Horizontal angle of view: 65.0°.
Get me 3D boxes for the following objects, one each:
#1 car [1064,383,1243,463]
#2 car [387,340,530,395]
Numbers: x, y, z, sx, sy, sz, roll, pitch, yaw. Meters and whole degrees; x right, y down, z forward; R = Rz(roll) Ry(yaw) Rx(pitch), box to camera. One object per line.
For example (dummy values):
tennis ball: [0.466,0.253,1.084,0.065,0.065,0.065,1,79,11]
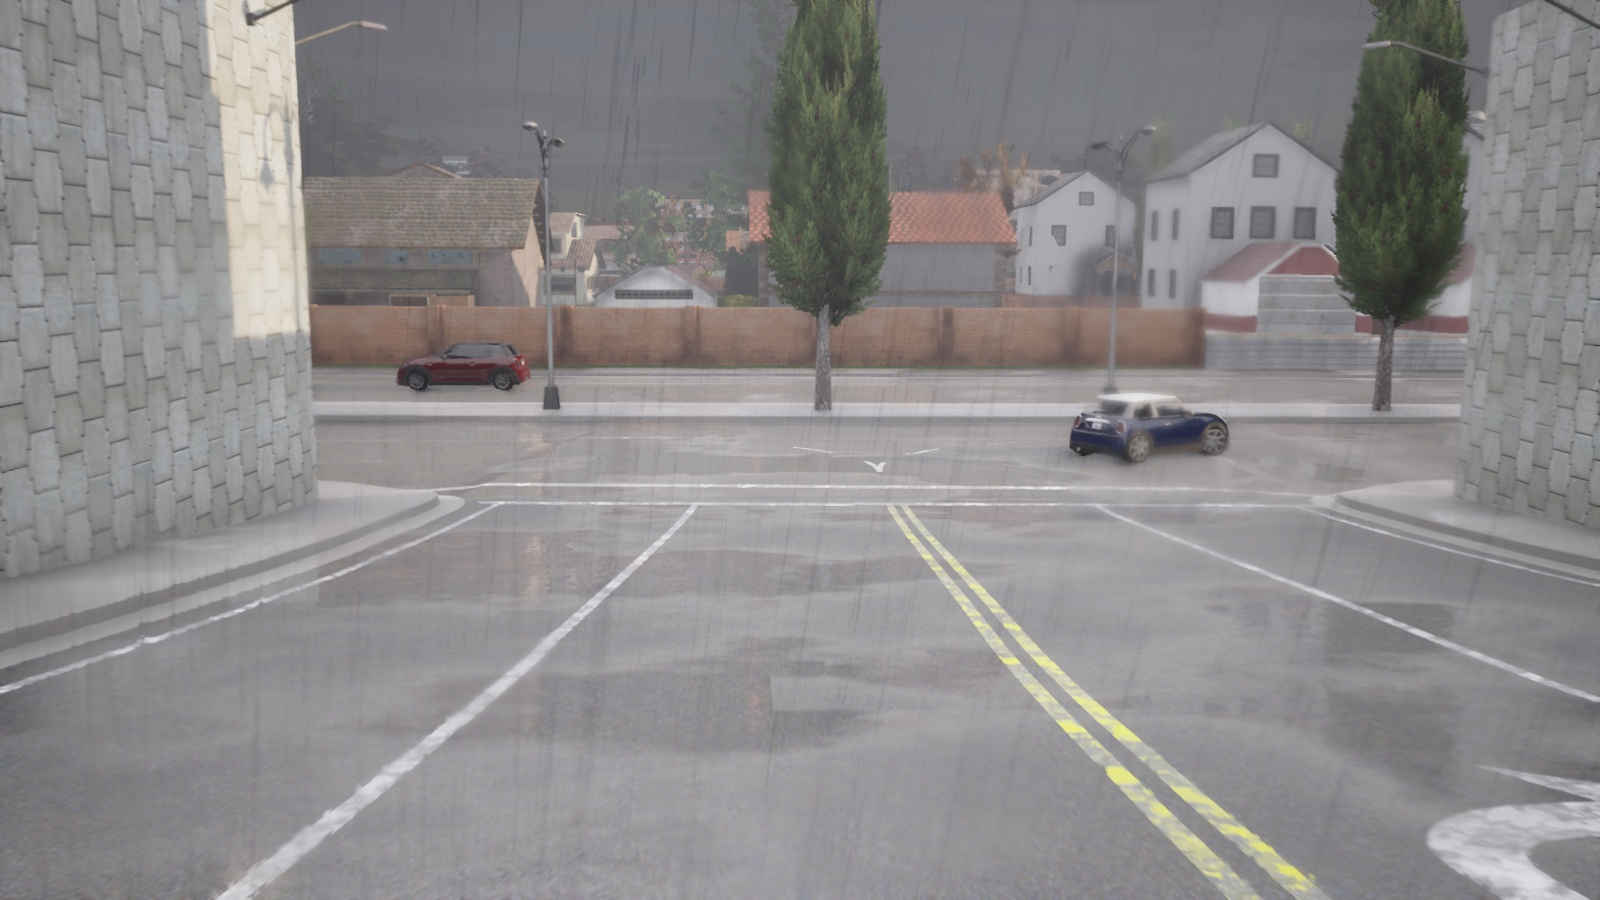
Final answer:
car: [8.396,-0.702,29.841,3.806,1.475,1.970,-5,10,-31]
car: [-12.198,-2.992,45.114,4.553,1.767,2.097,0,9,-1]
